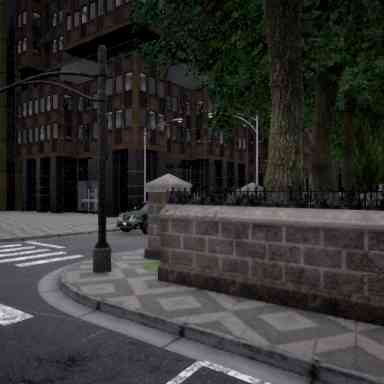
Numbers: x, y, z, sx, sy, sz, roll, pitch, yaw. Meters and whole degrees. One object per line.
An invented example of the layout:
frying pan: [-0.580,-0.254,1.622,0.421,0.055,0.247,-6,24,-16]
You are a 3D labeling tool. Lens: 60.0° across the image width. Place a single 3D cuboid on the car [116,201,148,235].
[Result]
car: [-2.385,1.584,22.008,2.150,2.045,5.566,0,-1,35]
